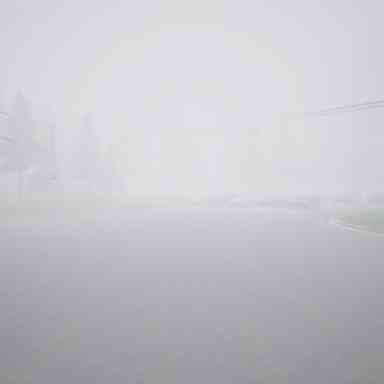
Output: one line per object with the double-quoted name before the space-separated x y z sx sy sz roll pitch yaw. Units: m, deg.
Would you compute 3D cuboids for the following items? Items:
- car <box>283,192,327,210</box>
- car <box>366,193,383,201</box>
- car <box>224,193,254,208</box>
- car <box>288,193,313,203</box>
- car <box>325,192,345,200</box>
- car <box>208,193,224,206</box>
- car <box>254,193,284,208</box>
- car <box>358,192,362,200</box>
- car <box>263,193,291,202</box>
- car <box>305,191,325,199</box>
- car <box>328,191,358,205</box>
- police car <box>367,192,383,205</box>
"car" 12.092 1.067 35.313 2.033 1.411 5.357 1 1 41
"car" 32.424 0.788 58.206 4.718 1.301 1.895 -1 1 -42
"car" 6.137 1.009 39.120 1.812 1.442 4.674 1 1 41
"car" 16.910 0.902 51.675 1.895 1.301 4.718 1 1 41
"car" 26.928 0.696 62.731 4.181 1.385 1.994 -1 1 -44
"car" 4.028 0.937 42.035 2.128 1.511 4.902 1 1 41
"car" 9.099 1.065 37.199 1.994 1.385 4.181 1 1 41
"car" 28.919 0.678 59.750 4.892 1.490 1.837 -1 1 -45
"car" 13.654 0.835 53.228 2.033 1.411 5.357 1 1 41
"car" 24.042 0.643 64.834 4.674 1.442 1.812 -1 1 -44
"car" 20.510 0.942 45.112 1.994 1.385 4.181 1 1 41
"police car" 25.165 0.797 45.025 1.930 1.638 5.238 1 1 41
